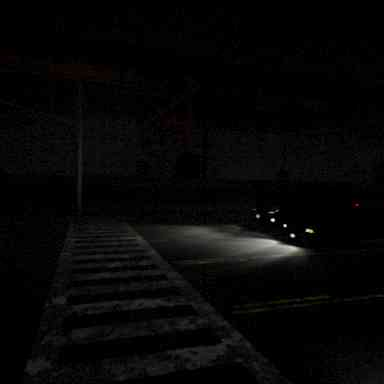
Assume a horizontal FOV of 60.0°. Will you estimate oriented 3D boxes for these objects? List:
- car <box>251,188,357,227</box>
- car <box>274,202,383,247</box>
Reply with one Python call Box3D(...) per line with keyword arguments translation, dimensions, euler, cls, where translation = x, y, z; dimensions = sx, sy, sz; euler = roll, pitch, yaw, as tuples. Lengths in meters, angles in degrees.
Box3D(translation=(5.799, 0.833, 16.843), dimensions=(5.566, 2.045, 2.150), euler=(1, 2, -19), cls="car")
Box3D(translation=(6.310, 1.272, 13.330), dimensions=(5.357, 1.411, 2.033), euler=(1, 2, -19), cls="car")
